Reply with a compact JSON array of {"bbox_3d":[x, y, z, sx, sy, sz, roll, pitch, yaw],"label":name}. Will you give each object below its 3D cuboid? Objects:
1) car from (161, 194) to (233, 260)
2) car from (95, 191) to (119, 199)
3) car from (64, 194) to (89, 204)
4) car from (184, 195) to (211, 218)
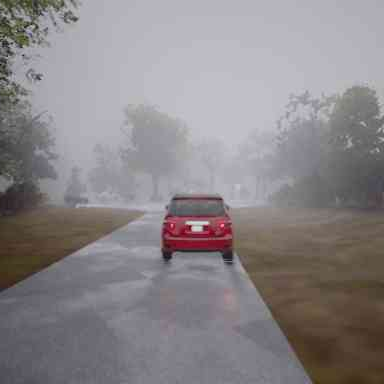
[{"bbox_3d":[0.184,1.057,11.825,2.150,2.045,5.566,0,1,1],"label":"car"},{"bbox_3d":[-16.104,0.615,63.285,1.812,1.442,4.674,1,1,38],"label":"car"},{"bbox_3d":[-15.854,0.943,45.740,1.895,1.301,4.718,-1,1,-40],"label":"car"},{"bbox_3d":[0.543,1.090,27.213,1.882,1.535,5.008,0,1,4],"label":"car"}]
